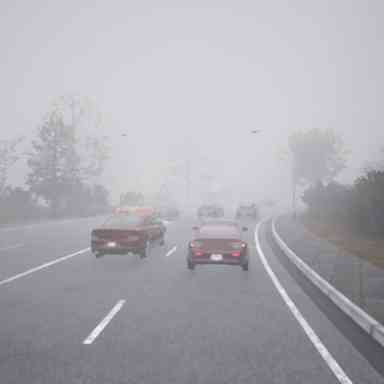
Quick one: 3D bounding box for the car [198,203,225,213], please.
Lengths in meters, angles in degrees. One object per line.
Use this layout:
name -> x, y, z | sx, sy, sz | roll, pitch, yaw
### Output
car -> 1.963, 1.810, 32.897 | 2.128, 1.511, 4.902 | 0, -1, 17

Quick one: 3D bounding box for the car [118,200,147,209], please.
car -> -5.612, 1.634, 32.635 | 2.097, 1.767, 4.553 | 0, -1, 17

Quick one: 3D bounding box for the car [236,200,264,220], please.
car -> 5.521, 1.823, 32.561 | 2.128, 1.511, 4.902 | 0, -1, 17

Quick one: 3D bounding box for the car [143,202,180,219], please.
car -> -2.526, 1.842, 30.699 | 1.994, 1.385, 4.181 | 0, -1, 16

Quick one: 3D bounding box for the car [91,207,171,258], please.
car -> -2.330, 1.599, 13.381 | 1.882, 1.535, 5.008 | 0, -1, 7

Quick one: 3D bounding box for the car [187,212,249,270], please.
car -> 0.936, 1.639, 11.382 | 1.812, 1.442, 4.674 | 0, -1, 6

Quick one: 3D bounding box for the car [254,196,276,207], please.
car -> 15.328, 1.912, 67.802 | 2.150, 2.045, 5.566 | 0, -1, 35
